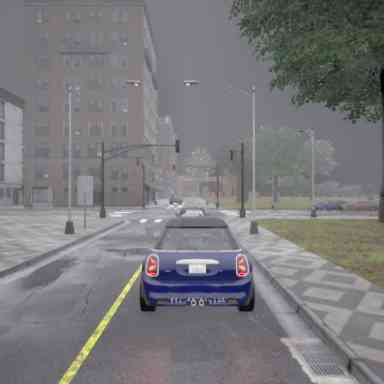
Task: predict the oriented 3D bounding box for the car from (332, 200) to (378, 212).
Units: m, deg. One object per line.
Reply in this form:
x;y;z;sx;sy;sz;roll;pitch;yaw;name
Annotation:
18.822;1.622;37.926;4.181;1.385;1.994;0;-1;0;car

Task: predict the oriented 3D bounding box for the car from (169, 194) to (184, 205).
-2.937;1.300;60.527;2.150;2.045;5.566;0;0;1;car

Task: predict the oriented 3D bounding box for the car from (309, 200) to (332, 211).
17.395;1.639;41.174;5.357;1.411;2.033;0;-1;0;car

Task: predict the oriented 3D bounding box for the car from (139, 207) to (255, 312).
0.093;1.353;7.885;2.097;1.767;4.553;0;0;0;car

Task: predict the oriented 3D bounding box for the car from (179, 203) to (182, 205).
0.017;1.533;17.558;1.812;1.442;4.674;0;0;1;car

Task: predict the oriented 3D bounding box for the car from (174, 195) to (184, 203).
-2.926;1.487;76.046;2.097;1.767;4.553;0;0;0;car
